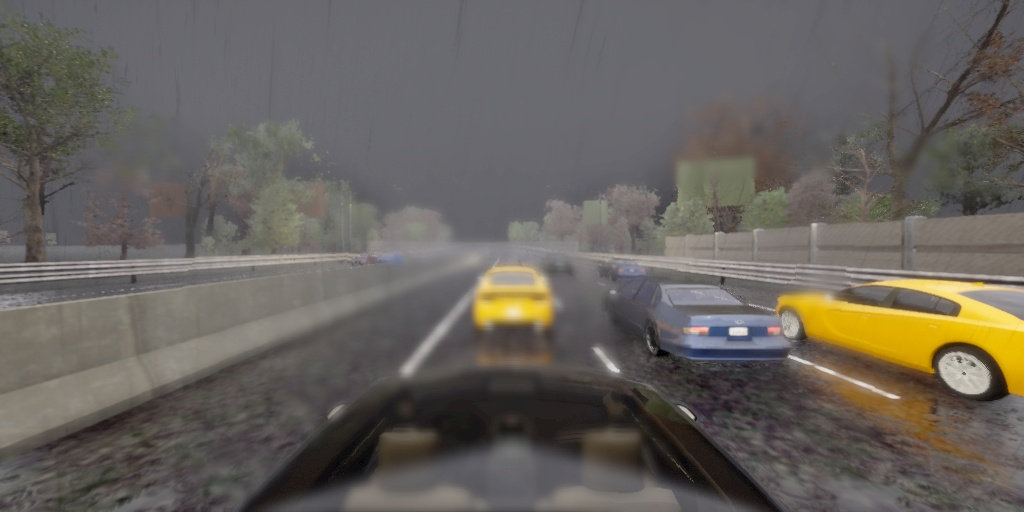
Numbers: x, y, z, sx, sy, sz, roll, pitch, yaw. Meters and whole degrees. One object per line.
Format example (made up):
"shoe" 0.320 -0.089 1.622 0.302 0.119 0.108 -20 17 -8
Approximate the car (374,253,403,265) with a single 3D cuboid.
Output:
"car" -14.227 0.453 42.566 1.882 1.535 5.008 0 1 0

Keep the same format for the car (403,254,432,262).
"car" -10.728 0.526 42.367 2.033 1.411 5.357 0 1 0

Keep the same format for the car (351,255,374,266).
"car" -17.728 0.524 43.434 1.994 1.385 4.181 0 1 0

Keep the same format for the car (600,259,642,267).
"car" 7.000 0.893 23.100 2.033 1.411 5.357 0 1 0

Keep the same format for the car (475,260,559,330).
"car" 0.049 1.062 10.514 1.882 1.535 5.008 0 1 0

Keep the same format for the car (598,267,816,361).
"car" 3.545 1.177 8.113 2.033 1.411 5.357 0 1 0

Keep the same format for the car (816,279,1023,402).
"car" 7.038 1.141 6.261 1.882 1.535 5.008 0 1 0

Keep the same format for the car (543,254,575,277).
"car" 3.502 0.610 27.708 2.097 1.767 4.553 0 1 0
